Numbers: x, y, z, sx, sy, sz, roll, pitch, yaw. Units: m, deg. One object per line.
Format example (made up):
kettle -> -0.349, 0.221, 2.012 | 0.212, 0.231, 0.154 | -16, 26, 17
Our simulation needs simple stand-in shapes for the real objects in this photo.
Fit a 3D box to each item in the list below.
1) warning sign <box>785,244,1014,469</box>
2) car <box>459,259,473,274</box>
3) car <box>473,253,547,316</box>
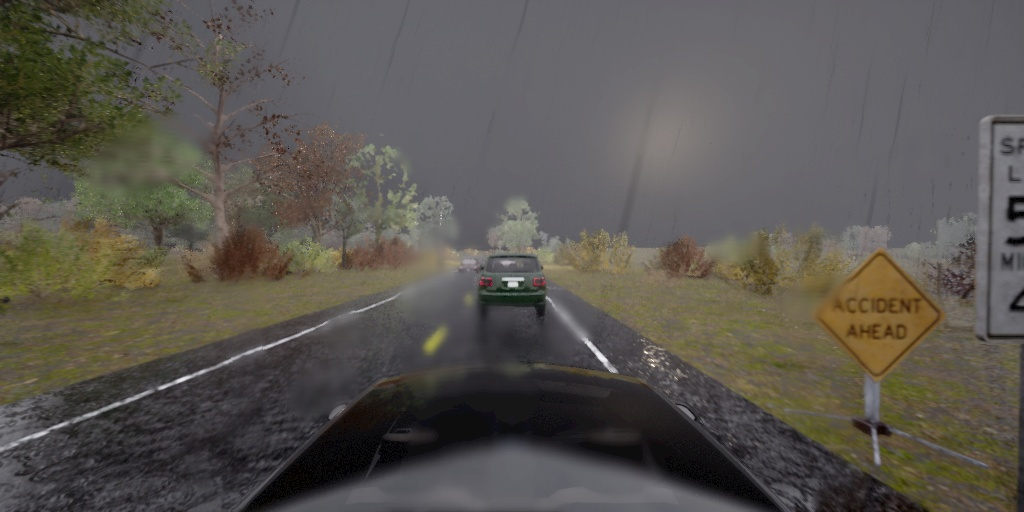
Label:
warning sign -> 3.550, 0.853, 3.543 | 1.300, 1.860, 1.060 | 0, 0, 0
car -> -4.314, 1.040, 36.810 | 1.812, 1.442, 4.674 | 0, 0, -2
car -> 0.001, 0.898, 13.110 | 2.150, 2.045, 5.566 | 0, 0, -1
